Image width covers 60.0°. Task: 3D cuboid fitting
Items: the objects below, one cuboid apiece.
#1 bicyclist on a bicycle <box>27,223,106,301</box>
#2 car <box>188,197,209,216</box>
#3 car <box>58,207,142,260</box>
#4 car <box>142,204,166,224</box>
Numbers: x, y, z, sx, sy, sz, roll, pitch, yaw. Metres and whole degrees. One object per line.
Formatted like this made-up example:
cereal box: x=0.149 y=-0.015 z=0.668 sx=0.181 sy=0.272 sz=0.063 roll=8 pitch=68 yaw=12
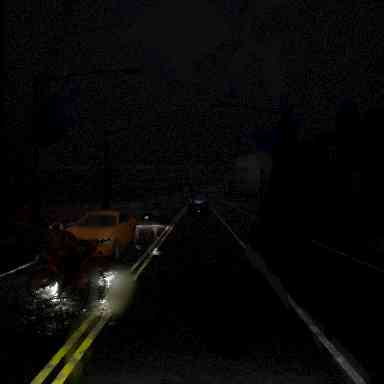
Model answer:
bicyclist on a bicycle: x=-2.607 y=1.455 z=6.855 sx=1.656 sy=1.620 sz=0.582 roll=-2 pitch=0 yaw=1
car: x=0.663 y=1.491 z=32.088 sx=2.128 sy=1.511 sz=4.902 roll=0 pitch=0 yaw=1
car: x=-3.386 y=1.478 z=12.728 sx=1.882 sy=1.535 sz=5.008 roll=0 pitch=0 yaw=1
car: x=-3.070 y=1.564 z=24.834 sx=1.994 sy=1.385 sz=4.181 roll=0 pitch=0 yaw=1
